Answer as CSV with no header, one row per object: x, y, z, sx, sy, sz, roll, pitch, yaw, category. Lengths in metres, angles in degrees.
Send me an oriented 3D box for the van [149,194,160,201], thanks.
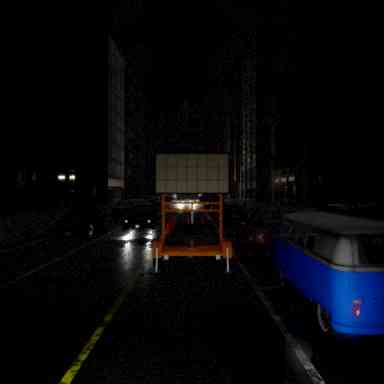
-5.735,1.360,45.617,1.690,1.788,3.998,0,0,0,van

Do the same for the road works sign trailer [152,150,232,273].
0.007,0.465,10.696,2.380,3.560,2.880,0,0,0,road works sign trailer

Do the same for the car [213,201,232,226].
2.777,1.570,23.187,1.947,1.339,4.313,0,0,0,car

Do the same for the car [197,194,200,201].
2.806,1.357,73.670,2.192,1.841,5.009,0,0,0,car

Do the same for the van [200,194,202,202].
2.799,1.373,62.451,1.690,1.788,3.998,0,0,0,van

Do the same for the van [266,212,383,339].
2.768,1.341,6.360,1.690,1.788,3.998,0,0,0,van

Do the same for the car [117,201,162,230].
-3.087,1.551,21.431,2.033,1.411,5.357,0,0,0,car

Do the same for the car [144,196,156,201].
-5.739,1.540,39.837,1.752,1.417,4.829,0,0,0,car

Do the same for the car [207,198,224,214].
2.783,1.592,34.406,1.802,1.307,4.206,0,0,0,car

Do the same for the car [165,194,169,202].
-5.729,1.342,56.836,2.192,1.841,5.009,0,0,0,car

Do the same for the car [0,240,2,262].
-5.757,1.315,6.350,2.192,1.841,5.009,0,0,0,car

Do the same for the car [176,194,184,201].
-2.951,1.559,85.728,1.837,1.490,4.892,0,0,0,car

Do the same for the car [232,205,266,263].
2.771,1.441,11.969,1.967,1.590,4.097,0,0,0,car

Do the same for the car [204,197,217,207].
2.793,1.548,51.403,1.752,1.417,4.829,0,0,0,car

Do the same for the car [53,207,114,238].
-5.751,1.568,17.569,1.947,1.339,4.313,0,0,0,car

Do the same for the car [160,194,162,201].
-5.732,1.463,51.226,1.967,1.590,4.097,0,0,0,car

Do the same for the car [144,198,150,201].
-5.742,1.592,34.398,1.802,1.307,4.206,0,0,0,car

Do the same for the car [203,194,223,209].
2.787,1.329,40.015,2.192,1.841,5.009,0,0,0,car

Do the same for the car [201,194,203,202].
2.790,1.333,45.624,2.192,1.841,5.009,0,0,0,car

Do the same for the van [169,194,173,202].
-5.720,1.383,73.664,1.690,1.788,3.998,0,0,0,van

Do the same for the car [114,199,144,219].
-5.745,1.558,28.788,2.008,1.369,4.403,0,0,0,car

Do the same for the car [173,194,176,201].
-5.716,1.362,79.274,2.192,1.841,5.009,0,0,0,car

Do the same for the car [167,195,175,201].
-5.710,1.609,90.492,2.008,1.369,4.403,0,0,0,car
